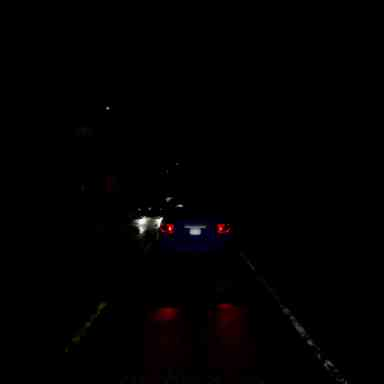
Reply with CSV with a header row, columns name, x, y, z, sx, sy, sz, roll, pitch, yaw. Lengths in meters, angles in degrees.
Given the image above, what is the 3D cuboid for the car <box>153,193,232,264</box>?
name,x,y,z,sx,sy,sz,roll,pitch,yaw
car,0.097,1.160,11.701,2.150,2.045,5.566,0,0,0

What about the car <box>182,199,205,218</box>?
name,x,y,z,sx,sy,sz,roll,pitch,yaw
car,0.104,1.369,28.806,1.812,1.442,4.674,0,0,0

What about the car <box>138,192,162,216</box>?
name,x,y,z,sx,sy,sz,roll,pitch,yaw
car,-3.588,1.054,31.005,2.150,2.045,5.566,0,0,0
